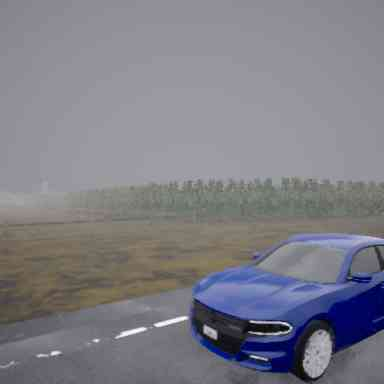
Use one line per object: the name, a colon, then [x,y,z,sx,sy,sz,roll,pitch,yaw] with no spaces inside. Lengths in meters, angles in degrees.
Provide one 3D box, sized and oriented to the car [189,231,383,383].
car: [2.263,1.477,5.603,5.008,1.535,1.882,0,0,-35]
